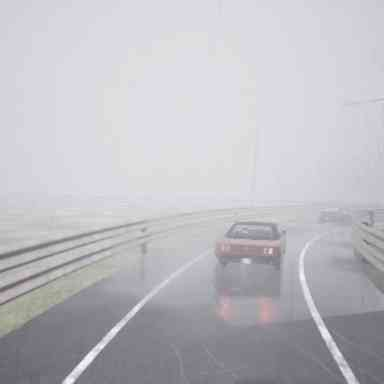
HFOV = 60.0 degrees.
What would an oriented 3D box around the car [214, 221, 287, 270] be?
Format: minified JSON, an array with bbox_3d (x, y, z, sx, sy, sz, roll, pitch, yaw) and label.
[{"bbox_3d":[2.226,1.659,11.406,1.895,1.301,4.718,1,0,18],"label":"car"}]

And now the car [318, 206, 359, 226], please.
[{"bbox_3d":[11.631,1.845,26.359,1.812,1.442,4.674,1,-1,44],"label":"car"}]
